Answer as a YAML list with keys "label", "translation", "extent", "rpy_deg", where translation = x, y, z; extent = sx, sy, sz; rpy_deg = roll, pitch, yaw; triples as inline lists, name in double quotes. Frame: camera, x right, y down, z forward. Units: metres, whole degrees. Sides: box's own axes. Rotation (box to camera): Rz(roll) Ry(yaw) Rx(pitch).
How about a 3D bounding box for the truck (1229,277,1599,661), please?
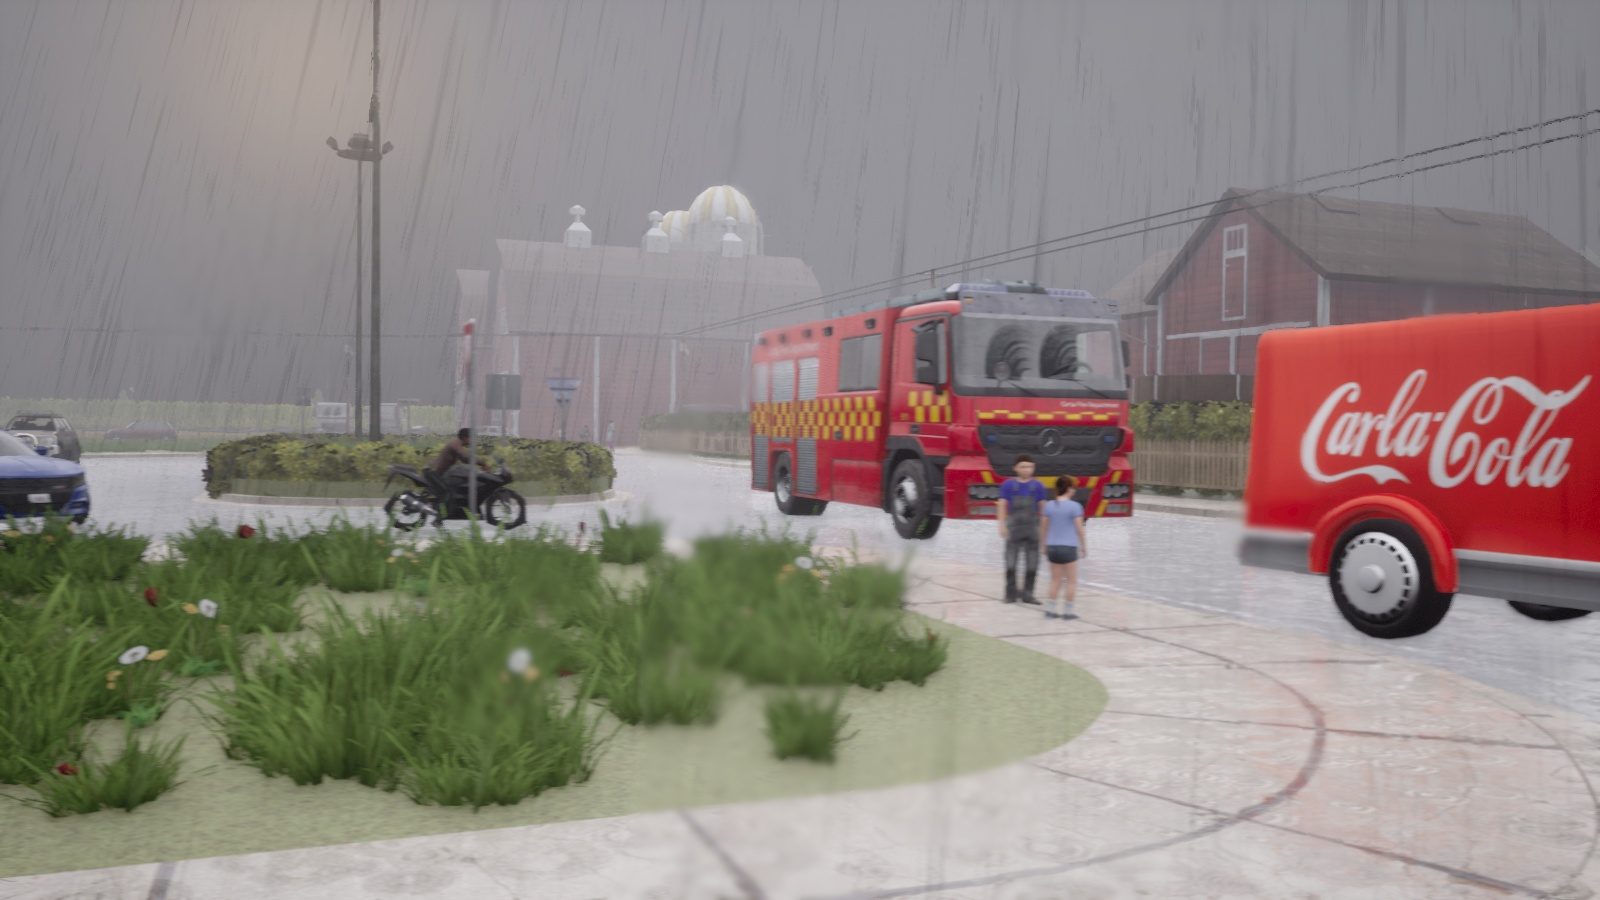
- label: "truck"
  translation: [6.075, 0.098, 9.078]
  extent: [2.627, 2.467, 5.204]
  rpy_deg: [-1, 1, -29]

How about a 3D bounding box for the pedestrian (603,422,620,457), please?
- label: "pedestrian"
  translation: [-10.896, -0.611, 72.637]
  extent: [0.873, 1.952, 0.659]
  rpy_deg: [-1, 1, -15]

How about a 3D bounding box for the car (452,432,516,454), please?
- label: "car"
  translation: [-21.782, -0.472, 86.624]
  extent: [3.806, 1.475, 1.970]
  rpy_deg: [-1, 1, 13]

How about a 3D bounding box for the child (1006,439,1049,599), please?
- label: "child"
  translation: [1.840, 0.548, 10.168]
  extent: [0.270, 1.263, 0.437]
  rpy_deg: [-1, 1, 2]

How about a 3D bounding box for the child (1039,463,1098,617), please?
- label: "child"
  translation: [2.004, 0.659, 9.365]
  extent: [0.394, 1.110, 0.255]
  rpy_deg: [-2, 1, -45]

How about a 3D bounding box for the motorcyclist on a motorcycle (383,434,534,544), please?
- label: "motorcyclist on a motorcycle"
  translation: [-4.924, 0.537, 18.214]
  extent: [2.044, 1.523, 0.797]
  rpy_deg: [-1, 1, -14]

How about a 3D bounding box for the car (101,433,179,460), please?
- label: "car"
  translation: [-45.448, -0.261, 86.598]
  extent: [4.553, 1.767, 2.097]
  rpy_deg: [-1, 1, -23]

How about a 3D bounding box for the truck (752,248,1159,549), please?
- label: "truck"
  translation: [1.975, -0.721, 20.433]
  extent: [2.891, 3.827, 8.468]
  rpy_deg: [-1, 1, -21]

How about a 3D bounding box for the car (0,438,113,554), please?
- label: "car"
  translation: [-12.432, 0.609, 18.488]
  extent: [5.008, 1.535, 1.882]
  rpy_deg: [0, 1, 33]

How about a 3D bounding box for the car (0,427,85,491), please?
- label: "car"
  translation: [-23.840, 0.234, 39.235]
  extent: [1.932, 1.855, 4.605]
  rpy_deg: [-1, 1, -21]
